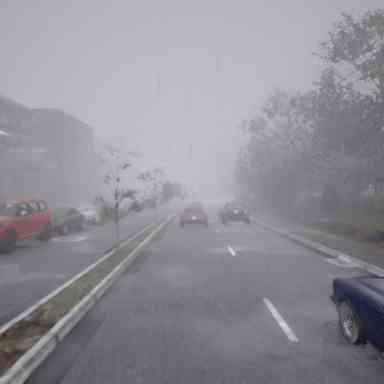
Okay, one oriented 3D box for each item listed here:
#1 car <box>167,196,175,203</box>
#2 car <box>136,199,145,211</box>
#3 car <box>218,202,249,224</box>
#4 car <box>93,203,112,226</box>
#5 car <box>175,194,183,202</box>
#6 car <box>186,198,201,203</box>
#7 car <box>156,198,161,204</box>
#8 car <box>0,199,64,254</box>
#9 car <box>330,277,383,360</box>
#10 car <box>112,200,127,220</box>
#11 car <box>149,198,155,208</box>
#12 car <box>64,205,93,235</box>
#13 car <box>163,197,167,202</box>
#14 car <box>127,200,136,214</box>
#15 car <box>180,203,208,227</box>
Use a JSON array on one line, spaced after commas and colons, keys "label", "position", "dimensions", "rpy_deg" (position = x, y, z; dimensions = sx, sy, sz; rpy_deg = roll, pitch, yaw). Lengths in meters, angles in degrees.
[{"label": "car", "position": [-6.102, 1.908, 80.837], "dimensions": [1.946, 1.575, 5.366], "rpy_deg": [0, 0, 7]}, {"label": "car", "position": [-7.822, 1.778, 42.246], "dimensions": [2.231, 1.521, 4.892], "rpy_deg": [0, 0, 0]}, {"label": "car", "position": [3.305, 1.567, 27.081], "dimensions": [2.097, 1.767, 4.553], "rpy_deg": [0, 0, 0]}, {"label": "car", "position": [-7.935, 1.722, 25.602], "dimensions": [2.002, 1.452, 4.674], "rpy_deg": [0, 0, 0]}, {"label": "car", "position": [-4.672, 1.940, 92.072], "dimensions": [2.231, 1.521, 4.892], "rpy_deg": [0, 0, 9]}, {"label": "car", "position": [0.490, 1.854, 42.073], "dimensions": [2.033, 1.411, 5.357], "rpy_deg": [0, 0, 2]}, {"label": "car", "position": [-7.494, 1.891, 62.833], "dimensions": [2.163, 1.488, 4.792], "rpy_deg": [0, 0, 3]}, {"label": "car", "position": [-8.010, 1.354, 14.481], "dimensions": [2.435, 2.045, 5.566], "rpy_deg": [0, 0, 0]}, {"label": "car", "position": [3.254, 1.633, 3.510], "dimensions": [1.895, 1.301, 4.718], "rpy_deg": [0, 0, 0]}, {"label": "car", "position": [-7.897, 1.746, 31.118], "dimensions": [2.163, 1.488, 4.792], "rpy_deg": [0, 0, 0]}, {"label": "car", "position": [-7.748, 1.827, 53.238], "dimensions": [2.097, 1.535, 5.008], "rpy_deg": [0, 0, 1]}, {"label": "car", "position": [-7.972, 1.676, 20.024], "dimensions": [2.163, 1.488, 4.792], "rpy_deg": [0, 0, 0]}, {"label": "car", "position": [-7.077, 1.878, 69.862], "dimensions": [1.946, 1.575, 5.366], "rpy_deg": [0, 0, 5]}, {"label": "car", "position": [-7.860, 1.788, 36.695], "dimensions": [2.002, 1.452, 4.674], "rpy_deg": [0, 0, 0]}, {"label": "car", "position": [0.136, 1.762, 24.798], "dimensions": [1.994, 1.385, 4.181], "rpy_deg": [0, 0, 0]}]
